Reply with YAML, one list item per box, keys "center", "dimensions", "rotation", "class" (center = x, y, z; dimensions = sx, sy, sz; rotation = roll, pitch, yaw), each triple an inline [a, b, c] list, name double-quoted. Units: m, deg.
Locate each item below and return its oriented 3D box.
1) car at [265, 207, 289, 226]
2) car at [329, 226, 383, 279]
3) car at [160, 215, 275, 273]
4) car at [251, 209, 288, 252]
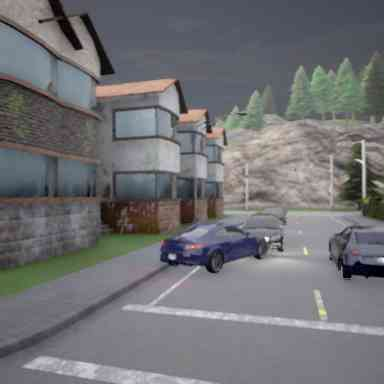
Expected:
- center: [6.243, 1.859, 25.407]
  dimensions: [1.882, 1.535, 5.008]
  rotation: [-1, -1, 17]
  class: "car"
- center: [5.525, 1.750, 10.463]
  dimensions: [1.994, 1.385, 4.181]
  rotation: [-1, -1, 17]
  class: "car"
- center: [0.902, 1.765, 11.615]
  dimensions: [1.812, 1.442, 4.674]
  rotation: [-1, -1, 40]
  class: "car"
- center: [3.345, 1.773, 15.477]
  dimensions: [1.837, 1.490, 4.892]
  rotation: [-1, -1, 17]
  class: "car"
